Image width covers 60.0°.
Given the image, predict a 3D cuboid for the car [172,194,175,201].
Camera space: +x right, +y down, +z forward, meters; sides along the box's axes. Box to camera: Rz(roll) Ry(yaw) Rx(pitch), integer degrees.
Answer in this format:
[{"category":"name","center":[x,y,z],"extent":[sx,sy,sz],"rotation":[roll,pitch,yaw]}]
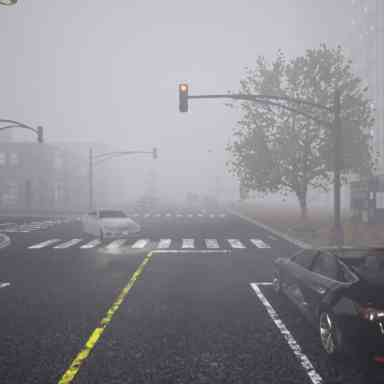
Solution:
[{"category":"car","center":[-5.806,1.562,82.616],"extent":[2.008,1.369,4.403],"rotation":[0,0,0]}]

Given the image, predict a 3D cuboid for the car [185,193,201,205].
[{"category":"car","center":[0.015,1.227,58.402],"extent":[2.150,2.045,5.566],"rotation":[0,0,0]}]

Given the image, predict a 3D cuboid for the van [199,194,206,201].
[{"category":"van","center":[2.576,1.353,82.631],"extent":[1.690,1.788,3.998],"rotation":[0,0,0]}]

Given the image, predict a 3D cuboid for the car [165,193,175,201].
[{"category":"car","center":[-5.813,1.328,88.167],"extent":[2.192,1.841,5.009],"rotation":[0,0,0]}]

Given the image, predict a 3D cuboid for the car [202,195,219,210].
[{"category":"car","center":[2.631,1.530,43.943],"extent":[1.752,1.417,4.829],"rotation":[0,0,0]}]

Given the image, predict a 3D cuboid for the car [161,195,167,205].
[{"category":"car","center":[-5.765,1.557,54.861],"extent":[2.008,1.369,4.403],"rotation":[0,0,0]}]

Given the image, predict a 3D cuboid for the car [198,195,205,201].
[{"category":"car","center":[2.567,1.538,88.352],"extent":[1.752,1.417,4.829],"rotation":[0,0,0]}]

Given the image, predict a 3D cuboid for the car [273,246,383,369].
[{"category":"car","center":[2.687,1.566,5.744],"extent":[1.947,1.339,4.313],"rotation":[0,0,0]}]

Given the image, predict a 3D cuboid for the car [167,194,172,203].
[{"category":"car","center":[-5.789,1.535,71.344],"extent":[1.752,1.417,4.829],"rotation":[0,0,0]}]

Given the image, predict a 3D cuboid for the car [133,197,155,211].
[{"category":"car","center":[-5.741,1.586,38.208],"extent":[1.802,1.307,4.206],"rotation":[0,0,0]}]

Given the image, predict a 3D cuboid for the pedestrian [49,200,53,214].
[{"category":"pedestrian","center":[-12.792,1.320,30.201],"extent":[0.375,1.300,0.375],"rotation":[0,-1,-1]}]

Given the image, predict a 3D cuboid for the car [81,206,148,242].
[{"category":"car","center":[-4.184,1.529,16.617],"extent":[1.812,1.442,4.674],"rotation":[1,-1,-33]}]

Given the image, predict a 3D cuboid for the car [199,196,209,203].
[{"category":"car","center":[2.591,1.575,71.529],"extent":[1.947,1.339,4.313],"rotation":[0,0,0]}]

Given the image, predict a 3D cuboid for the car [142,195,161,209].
[{"category":"car","center":[-5.748,1.320,43.759],"extent":[2.192,1.841,5.009],"rotation":[0,0,0]}]

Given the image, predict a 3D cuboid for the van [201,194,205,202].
[{"category":"van","center":[2.624,1.347,49.325],"extent":[1.690,1.788,3.998],"rotation":[0,0,0]}]
